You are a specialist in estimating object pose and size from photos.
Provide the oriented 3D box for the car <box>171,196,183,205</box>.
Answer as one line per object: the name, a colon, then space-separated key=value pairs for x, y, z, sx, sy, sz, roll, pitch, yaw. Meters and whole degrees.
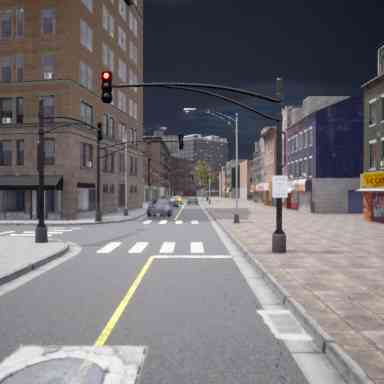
car: x=-2.786 y=1.497 z=61.432 sx=1.882 sy=1.535 sz=5.008 roll=0 pitch=0 yaw=1

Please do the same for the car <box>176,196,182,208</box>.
car: x=-2.829 y=1.559 z=48.418 sx=2.033 sy=1.411 sz=5.357 roll=0 pitch=0 yaw=0

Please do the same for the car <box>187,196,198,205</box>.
car: x=0.118 y=1.509 z=59.158 sx=2.128 sy=1.511 sz=4.902 roll=0 pitch=0 yaw=0

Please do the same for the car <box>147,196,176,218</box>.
car: x=-2.848 y=1.356 z=30.319 sx=2.097 sy=1.767 sz=4.553 roll=0 pitch=0 yaw=0
